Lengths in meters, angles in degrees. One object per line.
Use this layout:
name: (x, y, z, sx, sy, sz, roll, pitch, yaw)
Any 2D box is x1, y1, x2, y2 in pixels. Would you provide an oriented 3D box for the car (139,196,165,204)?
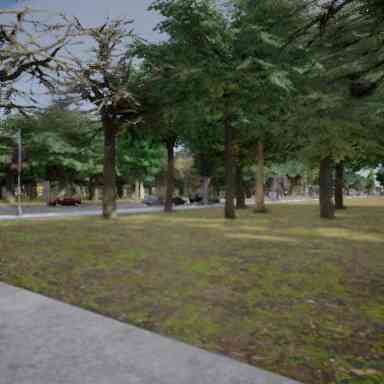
car: (-7.445, 1.458, 62.244, 1.882, 1.535, 5.008, 0, 0, 36)

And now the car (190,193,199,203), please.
car: (1.497, 1.204, 63.560, 2.150, 2.045, 5.566, 0, 0, 36)

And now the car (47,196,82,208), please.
car: (-18.175, 1.390, 47.434, 1.882, 1.535, 5.008, 0, 0, 36)

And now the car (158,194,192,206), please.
car: (-2.592, 1.480, 52.208, 1.837, 1.490, 4.892, 0, 0, 37)

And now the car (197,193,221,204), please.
car: (3.446, 1.499, 60.700, 1.837, 1.490, 4.892, 0, 0, 36)

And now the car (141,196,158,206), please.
car: (-5.314, 1.509, 53.989, 2.033, 1.411, 5.357, 0, 0, 36)
